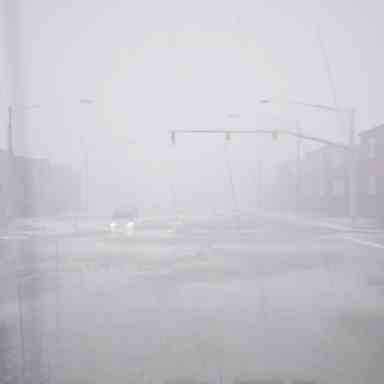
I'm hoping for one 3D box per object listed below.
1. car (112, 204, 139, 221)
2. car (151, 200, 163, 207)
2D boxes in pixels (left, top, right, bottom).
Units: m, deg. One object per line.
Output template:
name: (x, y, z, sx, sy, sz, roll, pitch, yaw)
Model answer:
car: (-6.474, 1.982, 32.609, 1.882, 1.535, 5.008, 0, -1, 1)
car: (-6.080, 2.195, 58.346, 1.812, 1.442, 4.674, 0, -1, 1)
